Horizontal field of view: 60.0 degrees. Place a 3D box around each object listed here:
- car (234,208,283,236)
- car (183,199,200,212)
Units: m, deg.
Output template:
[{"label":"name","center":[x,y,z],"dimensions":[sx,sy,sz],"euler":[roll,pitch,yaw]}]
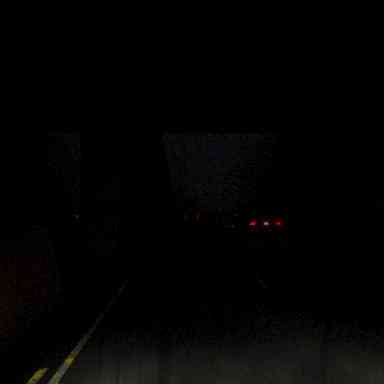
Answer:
[{"label":"car","center":[3.548,1.576,18.467],"dimensions":[2.033,1.411,5.357],"euler":[0,0,0]},{"label":"car","center":[-0.012,1.591,39.999],"dimensions":[1.812,1.442,4.674],"euler":[0,0,0]}]
